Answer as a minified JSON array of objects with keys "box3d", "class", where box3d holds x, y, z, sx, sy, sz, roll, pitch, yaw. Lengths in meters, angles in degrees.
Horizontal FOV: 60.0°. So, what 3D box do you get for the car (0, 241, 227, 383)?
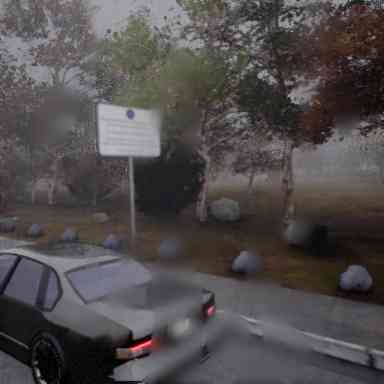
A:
[{"box3d":[-2.143,1.510,5.090,5.357,1.411,2.033,1,0,35],"class":"car"}]
